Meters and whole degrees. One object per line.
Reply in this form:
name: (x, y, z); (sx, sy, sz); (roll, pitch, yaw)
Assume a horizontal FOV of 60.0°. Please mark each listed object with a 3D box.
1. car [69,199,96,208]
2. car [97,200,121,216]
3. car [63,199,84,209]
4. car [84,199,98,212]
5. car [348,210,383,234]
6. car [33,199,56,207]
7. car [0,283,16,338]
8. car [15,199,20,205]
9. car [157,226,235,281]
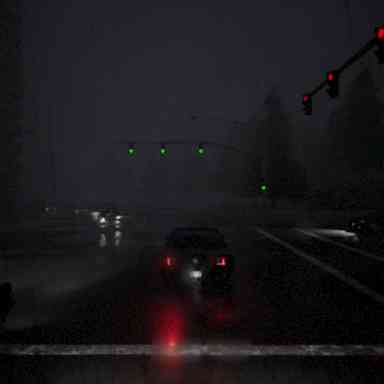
car: (-19.070, 1.930, 57.781); (5.357, 1.411, 2.033); (0, -1, 39)
car: (-8.908, 1.764, 36.003); (1.812, 1.442, 4.674); (0, 0, -18)
car: (-18.221, 1.944, 51.918); (1.895, 1.301, 4.718); (0, -1, -44)
car: (-12.568, 1.772, 44.382); (1.882, 1.535, 5.008); (0, 0, -31)
car: (11.713, 1.753, 20.036); (4.181, 1.385, 1.994); (0, 0, 1)
car: (-26.021, 1.912, 58.413); (4.674, 1.442, 1.812); (0, 0, 31)
car: (-3.612, 1.628, 3.173); (1.895, 1.301, 4.718); (0, -1, -4)
car: (-36.937, 1.939, 66.390); (4.892, 1.490, 1.837); (0, 0, 9)
car: (0.095, 1.706, 10.202); (1.895, 1.301, 4.718); (0, 0, 0)
